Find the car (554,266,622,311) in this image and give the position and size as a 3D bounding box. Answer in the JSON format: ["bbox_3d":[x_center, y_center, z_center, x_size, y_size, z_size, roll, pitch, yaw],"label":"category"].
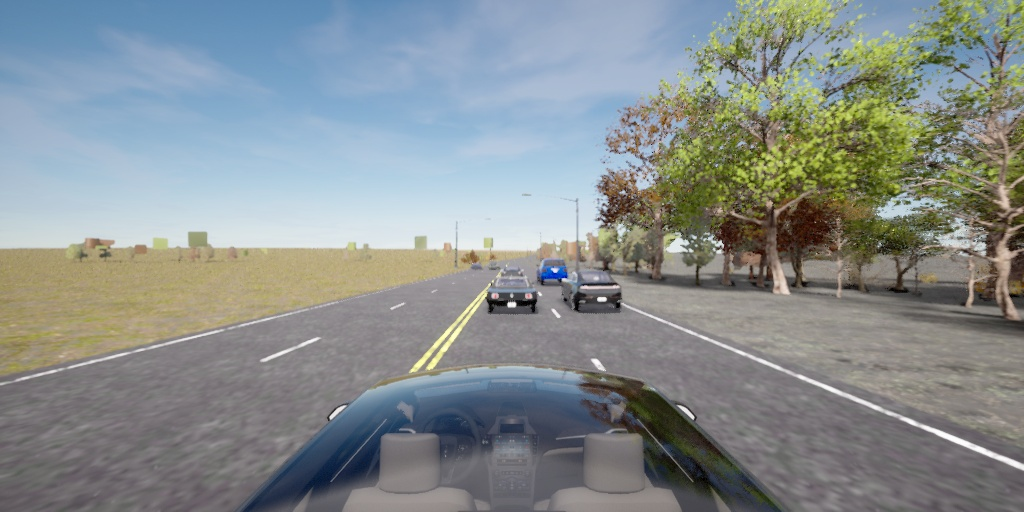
[{"bbox_3d":[3.259,1.365,15.353,2.128,1.511,4.902,-1,0,0],"label":"car"}]

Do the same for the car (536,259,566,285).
[{"bbox_3d":[3.238,1.244,29.416,2.150,2.045,5.566,-1,0,0],"label":"car"}]

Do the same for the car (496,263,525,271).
[{"bbox_3d":[0.011,1.534,30.340,2.128,1.511,4.902,0,0,0],"label":"car"}]

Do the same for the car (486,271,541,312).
[{"bbox_3d":[0.012,1.489,15.082,1.895,1.301,4.718,0,-1,0],"label":"car"}]
